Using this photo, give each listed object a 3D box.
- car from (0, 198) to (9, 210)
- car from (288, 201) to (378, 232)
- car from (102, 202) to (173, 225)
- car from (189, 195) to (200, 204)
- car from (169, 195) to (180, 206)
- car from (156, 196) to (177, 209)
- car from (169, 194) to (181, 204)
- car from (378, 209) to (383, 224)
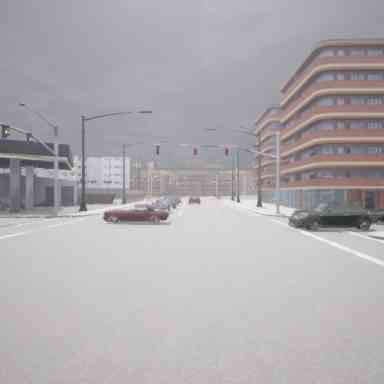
[{"bbox_3d":[-23.943,1.456,39.401,3.806,1.475,1.970,0,0,1],"label":"car"},{"bbox_3d":[8.146,1.351,19.888,4.553,1.767,2.097,0,0,-5],"label":"car"},{"bbox_3d":[-3.932,1.601,23.845,4.718,1.301,1.895,0,0,1],"label":"car"},{"bbox_3d":[0.458,1.351,61.622,2.097,1.767,4.553,0,0,0],"label":"car"},{"bbox_3d":[-3.133,1.352,44.927,2.097,1.767,4.553,0,0,0],"label":"car"},{"bbox_3d":[-3.076,1.491,35.209,2.128,1.511,4.902,0,0,0],"label":"car"},{"bbox_3d":[-3.208,1.352,65.098,2.097,1.767,4.553,0,0,0],"label":"car"},{"bbox_3d":[14.966,1.525,23.664,4.674,1.442,1.812,0,0,1],"label":"car"}]
